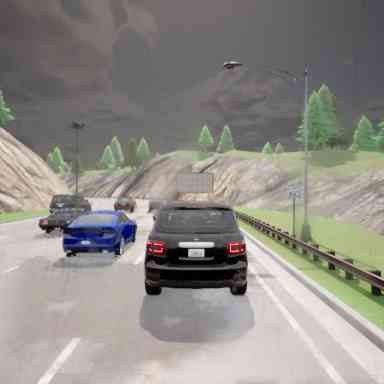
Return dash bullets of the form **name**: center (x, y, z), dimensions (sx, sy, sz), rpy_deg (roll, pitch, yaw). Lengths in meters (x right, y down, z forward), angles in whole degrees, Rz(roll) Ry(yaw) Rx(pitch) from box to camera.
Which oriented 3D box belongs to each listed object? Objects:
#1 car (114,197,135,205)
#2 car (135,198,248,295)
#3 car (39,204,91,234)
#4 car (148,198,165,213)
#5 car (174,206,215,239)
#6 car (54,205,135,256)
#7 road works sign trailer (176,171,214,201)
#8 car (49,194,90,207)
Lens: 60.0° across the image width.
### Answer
- **car**: center (-7.466, 1.350, 37.524), dimensions (2.097, 1.767, 4.553), rpy_deg (0, 0, -4)
- **car**: center (0.089, 1.221, 8.846), dimensions (2.150, 2.045, 5.566), rpy_deg (0, 0, 0)
- **car**: center (-6.922, 1.601, 19.290), dimensions (1.895, 1.301, 4.718), rpy_deg (0, 0, 0)
- **car**: center (-4.016, 1.506, 38.518), dimensions (1.837, 1.490, 4.892), rpy_deg (0, 0, -5)
- **car**: center (0.114, 1.559, 18.069), dimensions (1.994, 1.385, 4.181), rpy_deg (0, 0, 0)
- **car**: center (-3.414, 1.477, 13.152), dimensions (1.882, 1.535, 5.008), rpy_deg (0, 0, 0)
- **road works sign trailer**: center (0.190, 0.464, 21.565), dimensions (2.380, 3.560, 2.880), rpy_deg (0, 0, 0)
- **car**: center (-10.494, 1.221, 28.983), dimensions (2.150, 2.045, 5.566), rpy_deg (0, 0, -2)
